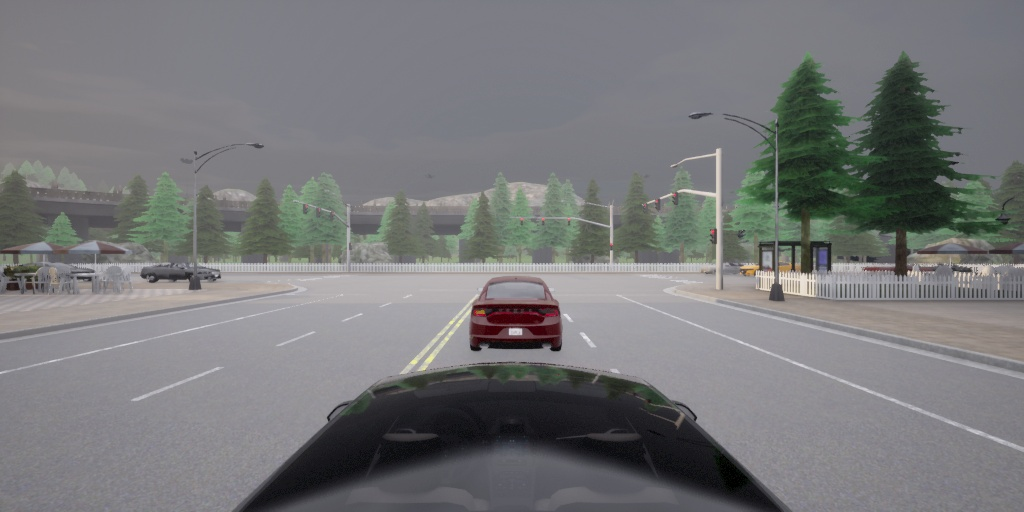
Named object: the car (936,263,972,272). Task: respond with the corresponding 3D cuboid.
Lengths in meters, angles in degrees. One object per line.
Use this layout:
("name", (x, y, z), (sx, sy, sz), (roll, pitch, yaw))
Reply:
("car", (41.998, 1.295, 35.665), (4.718, 1.301, 1.895), (0, 0, 11))

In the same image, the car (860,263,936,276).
("car", (35.077, 1.295, 32.867), (4.718, 1.301, 1.895), (0, 0, 3))

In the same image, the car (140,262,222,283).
("car", (-24.137, 1.186, 26.256), (4.902, 1.511, 2.128), (0, 0, -2))

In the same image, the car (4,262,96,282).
("car", (-33.609, 1.172, 26.197), (5.008, 1.535, 1.882), (0, 0, -2))

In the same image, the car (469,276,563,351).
("car", (0.103, 1.228, 9.002), (1.882, 1.535, 5.008), (0, 0, 1))

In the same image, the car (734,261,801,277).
("car", (23.818, 1.172, 33.127), (5.008, 1.535, 1.882), (0, 0, 1))

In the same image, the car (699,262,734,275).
("car", (21.882, 1.295, 36.659), (4.718, 1.301, 1.895), (0, 0, 1))
